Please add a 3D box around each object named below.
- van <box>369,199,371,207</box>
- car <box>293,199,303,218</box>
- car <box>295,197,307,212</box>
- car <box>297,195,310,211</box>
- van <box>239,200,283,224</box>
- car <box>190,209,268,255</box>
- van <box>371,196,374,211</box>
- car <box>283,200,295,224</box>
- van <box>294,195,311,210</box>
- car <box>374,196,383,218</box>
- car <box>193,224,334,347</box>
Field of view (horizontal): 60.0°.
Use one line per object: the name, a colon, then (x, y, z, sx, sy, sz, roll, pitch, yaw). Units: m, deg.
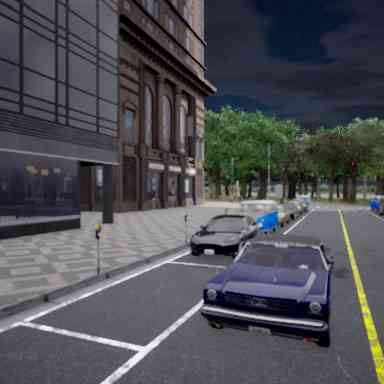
van: (22.105, 1.328, 39.375, 1.690, 1.788, 3.998, 0, 0, 23)
car: (7.843, 1.557, 27.739, 1.947, 1.339, 4.313, 0, 0, 23)
car: (9.918, 1.516, 32.581, 1.752, 1.417, 4.829, 0, 0, 23)
car: (12.127, 1.431, 37.735, 1.967, 1.590, 4.097, 0, 0, 23)
van: (3.559, 1.335, 17.744, 1.690, 1.788, 3.998, 0, 0, 23)
car: (1.417, 1.562, 12.746, 1.947, 1.339, 4.313, 0, 0, 23)
van: (19.963, 1.328, 34.377, 1.690, 1.788, 3.998, 0, 0, 23)
car: (5.634, 1.518, 22.586, 1.752, 1.417, 4.829, 0, 0, 23)
van: (14.269, 1.331, 42.733, 1.690, 1.788, 3.998, 0, 0, 23)
car: (17.821, 1.302, 29.379, 2.192, 1.841, 5.009, 0, 0, 23)
car: (1.794, 1.598, 6.613, 1.895, 1.301, 4.718, 0, 0, 23)
